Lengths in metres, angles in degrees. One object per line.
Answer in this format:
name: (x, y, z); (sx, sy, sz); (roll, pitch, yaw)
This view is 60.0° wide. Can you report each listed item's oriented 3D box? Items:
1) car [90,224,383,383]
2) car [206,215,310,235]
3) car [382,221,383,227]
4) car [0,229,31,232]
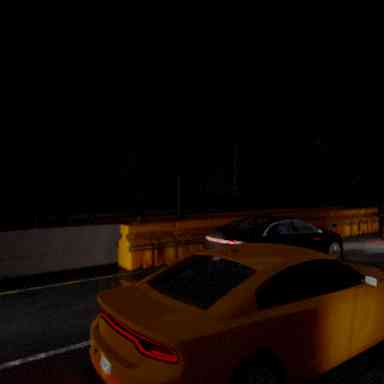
car: (1.197, 1.457, 4.602); (5.008, 1.535, 1.882); (-1, 0, -36)
car: (2.566, 1.445, 9.879); (4.902, 1.511, 2.128); (0, 0, -36)
car: (10.835, 1.459, 15.785); (4.181, 1.385, 1.994); (0, 0, -35)
car: (-10.552, 1.591, 17.846); (4.718, 1.301, 1.895); (0, 0, -35)
